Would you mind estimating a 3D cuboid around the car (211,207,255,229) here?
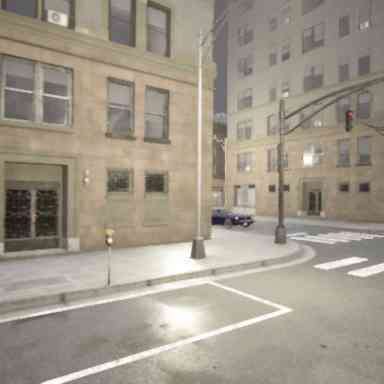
[{"bbox_3d":[2.000,1.700,22.551,1.895,1.301,4.718,1,-1,-38],"label":"car"}]
